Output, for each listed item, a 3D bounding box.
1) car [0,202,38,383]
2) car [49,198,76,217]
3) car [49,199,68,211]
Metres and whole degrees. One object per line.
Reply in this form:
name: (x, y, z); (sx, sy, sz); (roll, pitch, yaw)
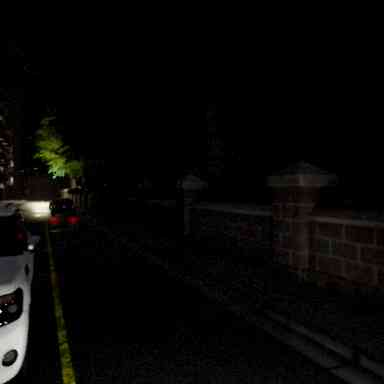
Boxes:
car: (-3.707, 1.221, 5.271); (2.150, 2.045, 5.566); (0, 0, -24)
car: (-12.471, 1.360, 32.071); (2.097, 1.767, 4.553); (0, 0, -25)
car: (-16.559, 1.576, 41.077); (1.994, 1.385, 4.181); (0, 0, -25)
